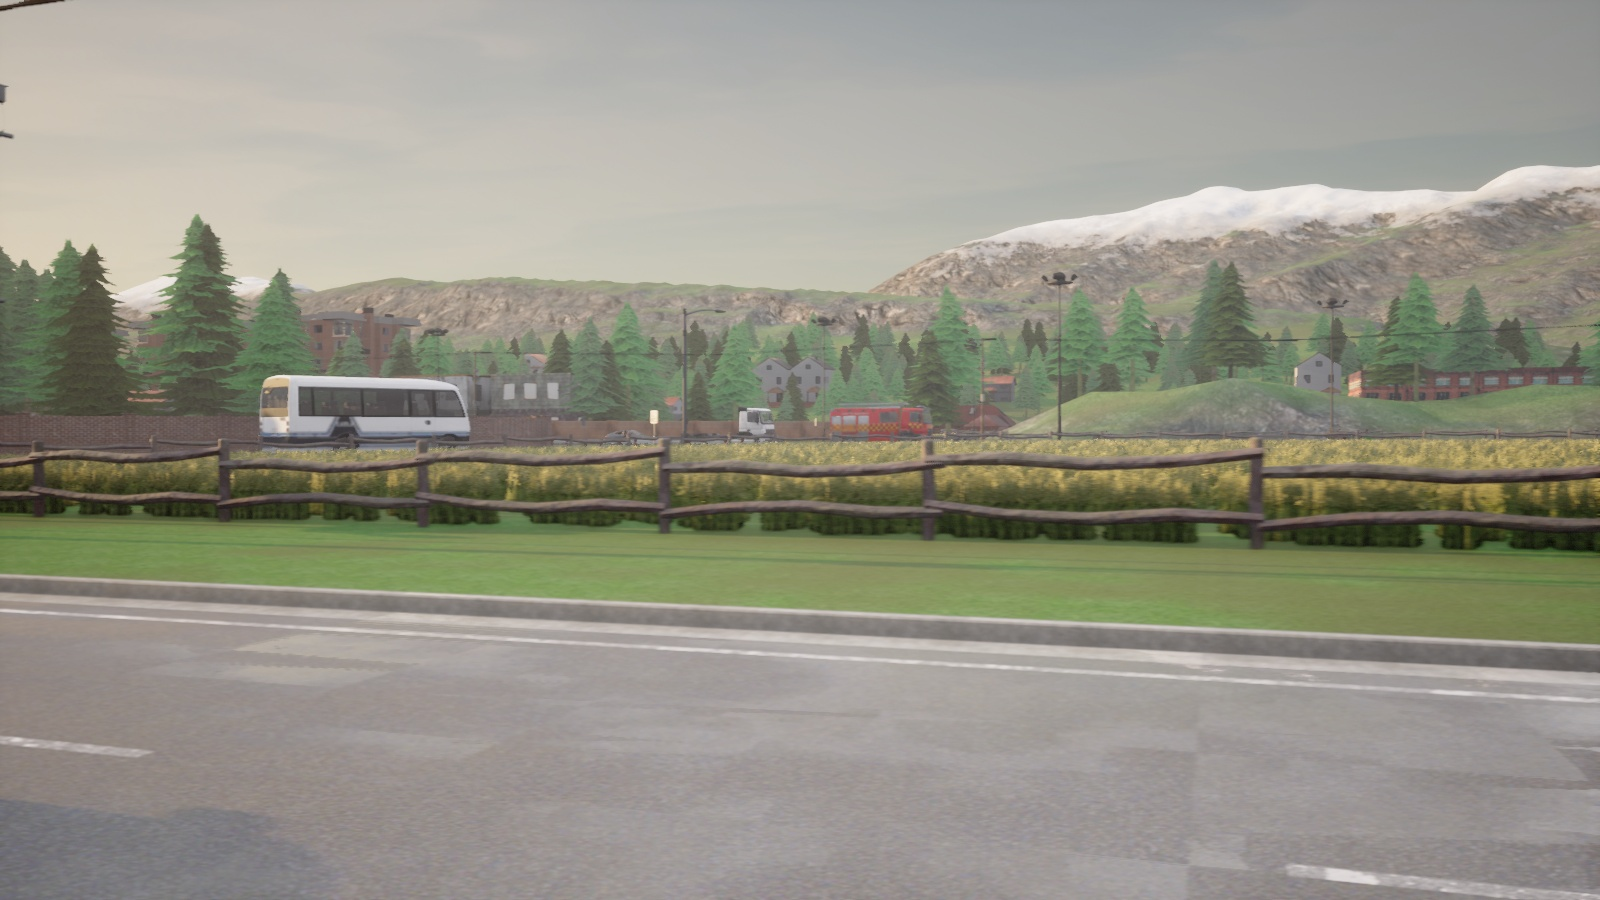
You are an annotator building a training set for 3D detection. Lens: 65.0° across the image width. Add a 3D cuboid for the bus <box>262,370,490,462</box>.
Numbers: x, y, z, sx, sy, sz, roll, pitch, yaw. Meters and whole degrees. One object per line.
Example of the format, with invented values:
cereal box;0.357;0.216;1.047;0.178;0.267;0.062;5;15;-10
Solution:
bus;-21.157;-1.644;63.362;3.944;4.253;10.273;1;1;42
